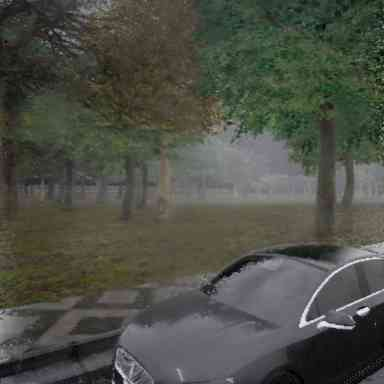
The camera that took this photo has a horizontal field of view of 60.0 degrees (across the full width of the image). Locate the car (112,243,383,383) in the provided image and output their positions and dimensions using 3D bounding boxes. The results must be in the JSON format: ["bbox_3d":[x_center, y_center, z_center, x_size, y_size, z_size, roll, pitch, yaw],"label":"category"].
[{"bbox_3d":[1.409,1.520,4.380,4.892,1.490,1.837,0,0,-35],"label":"car"}]
